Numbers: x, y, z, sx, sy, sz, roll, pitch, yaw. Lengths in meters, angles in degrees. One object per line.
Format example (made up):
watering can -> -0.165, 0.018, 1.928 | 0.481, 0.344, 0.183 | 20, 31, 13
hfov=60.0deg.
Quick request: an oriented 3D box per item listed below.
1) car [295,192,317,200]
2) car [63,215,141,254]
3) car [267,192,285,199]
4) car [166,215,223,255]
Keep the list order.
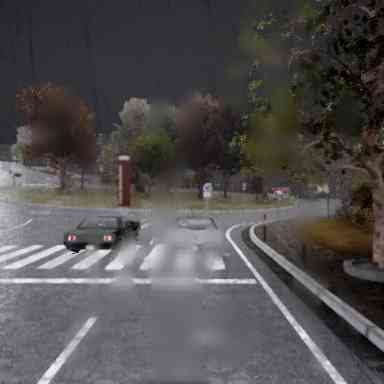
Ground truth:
car -> 20.624, 0.690, 60.315 | 2.128, 1.511, 4.902 | 0, 2, -15
car -> -3.331, 1.562, 13.336 | 1.895, 1.301, 4.718 | 0, 0, 2
car -> 16.027, 0.610, 64.003 | 1.812, 1.442, 4.674 | -1, 2, -23
car -> 0.115, 1.564, 13.043 | 1.895, 1.301, 4.718 | 0, 0, 1
